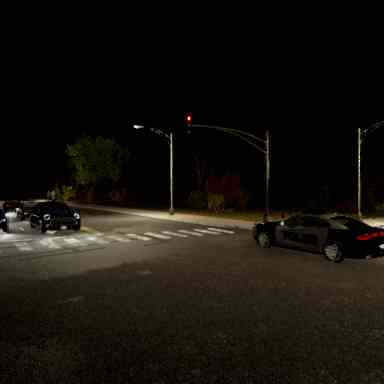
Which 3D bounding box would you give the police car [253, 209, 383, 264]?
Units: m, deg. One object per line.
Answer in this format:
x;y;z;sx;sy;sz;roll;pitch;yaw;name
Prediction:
4.386;1.433;12.248;1.930;1.638;5.238;0;0;-32;police car

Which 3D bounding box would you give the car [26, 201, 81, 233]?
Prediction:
-8.240;1.355;19.906;2.097;1.767;4.553;0;0;-35;car

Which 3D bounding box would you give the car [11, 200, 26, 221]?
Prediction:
-13.544;1.549;27.892;2.033;1.411;5.357;0;0;-33;car

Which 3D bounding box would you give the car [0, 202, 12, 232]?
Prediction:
-11.958;1.532;19.540;1.812;1.442;4.674;0;0;-33;car

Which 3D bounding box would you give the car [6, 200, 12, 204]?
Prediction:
-21.285;1.599;39.737;1.895;1.301;4.718;0;0;-33;car
